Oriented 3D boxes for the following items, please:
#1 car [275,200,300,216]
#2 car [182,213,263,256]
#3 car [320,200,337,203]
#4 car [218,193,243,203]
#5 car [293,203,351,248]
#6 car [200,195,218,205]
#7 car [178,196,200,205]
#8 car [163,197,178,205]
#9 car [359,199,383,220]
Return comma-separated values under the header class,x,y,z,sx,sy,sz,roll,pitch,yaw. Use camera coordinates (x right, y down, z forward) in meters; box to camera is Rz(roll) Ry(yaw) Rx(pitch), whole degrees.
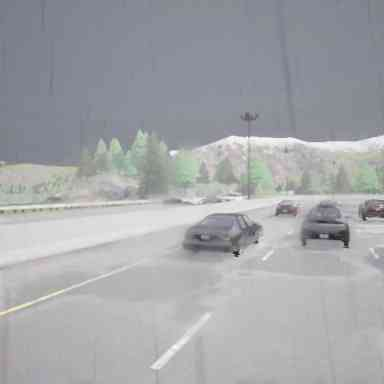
class,x,y,z,sx,sy,sz,roll,pitch,yaw
car,9.068,1.490,31.256,1.812,1.442,4.674,0,0,23
car,1.431,1.527,13.136,2.033,1.411,5.357,0,0,23
car,11.902,1.480,28.975,1.837,1.490,4.892,0,0,23
car,6.381,1.144,52.394,2.150,2.045,5.566,0,0,23
car,6.037,1.477,15.004,2.128,1.511,4.902,0,0,23
car,3.491,1.265,54.535,2.097,1.767,4.553,0,0,23
car,-0.028,1.431,55.200,1.812,1.442,4.674,0,0,23
car,-3.207,1.497,56.661,1.895,1.301,4.718,0,0,23
car,14.984,1.335,27.283,2.097,1.767,4.553,0,0,23
